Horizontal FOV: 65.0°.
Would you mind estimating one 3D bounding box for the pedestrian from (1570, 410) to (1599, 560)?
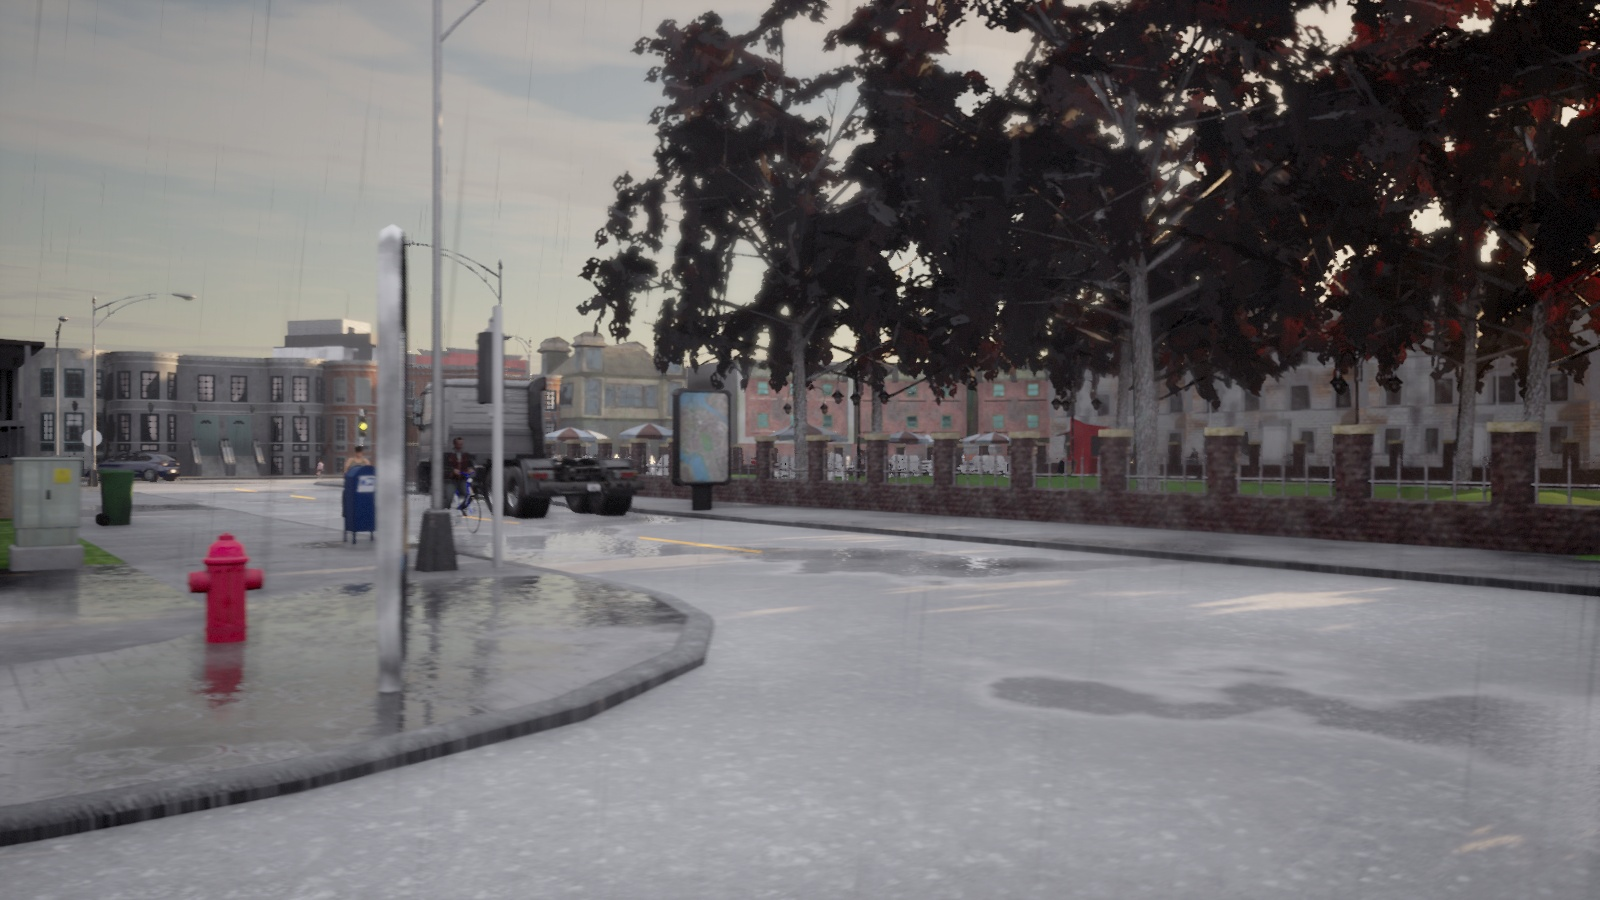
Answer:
[{"bbox_3d":[10.315,0.430,15.688,0.874,1.855,0.900,0,0,-35],"label":"pedestrian"}]

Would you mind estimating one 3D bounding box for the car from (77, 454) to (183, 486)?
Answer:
[{"bbox_3d":[-32.221,0.955,60.459,4.193,1.474,1.816,0,0,5],"label":"car"}]

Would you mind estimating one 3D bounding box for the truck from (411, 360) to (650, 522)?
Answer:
[{"bbox_3d":[-6.868,-0.175,30.940,2.891,3.462,7.936,0,0,-35],"label":"truck"}]

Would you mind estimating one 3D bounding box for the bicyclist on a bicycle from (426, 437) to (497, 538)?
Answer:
[{"bbox_3d":[-6.221,0.666,23.033,0.659,1.776,1.843,0,0,-35],"label":"bicyclist on a bicycle"}]

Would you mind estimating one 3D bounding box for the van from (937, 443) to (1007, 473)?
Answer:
[{"bbox_3d":[11.868,0.541,86.781,4.442,1.987,1.775,-1,0,27],"label":"van"}]
